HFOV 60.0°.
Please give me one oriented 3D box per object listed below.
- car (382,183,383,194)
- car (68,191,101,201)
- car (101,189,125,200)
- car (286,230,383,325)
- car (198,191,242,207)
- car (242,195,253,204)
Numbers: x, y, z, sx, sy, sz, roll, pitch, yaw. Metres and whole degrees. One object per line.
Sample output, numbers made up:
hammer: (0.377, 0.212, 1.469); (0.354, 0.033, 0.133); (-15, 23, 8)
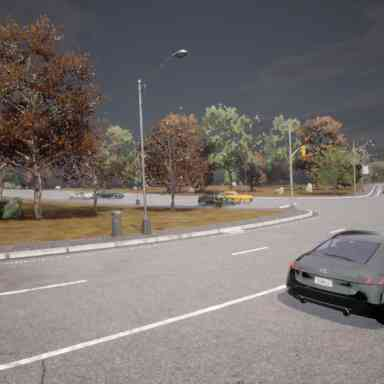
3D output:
car: (29.724, -0.834, 49.635); (2.150, 2.045, 5.566); (-1, 2, 31)
car: (-16.424, 0.571, 50.173); (4.718, 1.301, 1.895); (2, 4, 33)
car: (-12.665, 0.376, 51.898); (4.892, 1.490, 1.837); (2, 4, 33)
car: (3.890, 1.516, 7.069); (4.181, 1.385, 1.994); (-1, 0, -38)
car: (2.839, 0.866, 37.730); (4.674, 1.442, 1.812); (0, 3, 33)
car: (4.987, 0.650, 40.502); (5.008, 1.535, 1.882); (0, 3, 33)
